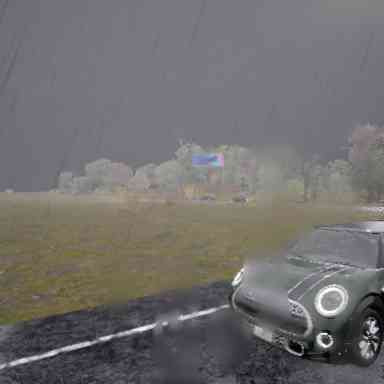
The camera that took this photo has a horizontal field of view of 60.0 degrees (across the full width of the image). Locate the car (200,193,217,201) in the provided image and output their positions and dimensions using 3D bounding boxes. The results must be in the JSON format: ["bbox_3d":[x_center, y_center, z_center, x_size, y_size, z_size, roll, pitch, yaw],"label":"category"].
[{"bbox_3d":[3.680,1.078,75.159,2.097,1.767,4.553,0,0,-34],"label":"car"}]

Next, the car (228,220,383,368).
[{"bbox_3d":[2.802,1.346,5.875,4.553,1.767,2.097,0,0,-36],"label":"car"}]

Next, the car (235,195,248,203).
[{"bbox_3d":[9.930,1.362,65.836,1.837,1.490,4.892,0,0,-34],"label":"car"}]
